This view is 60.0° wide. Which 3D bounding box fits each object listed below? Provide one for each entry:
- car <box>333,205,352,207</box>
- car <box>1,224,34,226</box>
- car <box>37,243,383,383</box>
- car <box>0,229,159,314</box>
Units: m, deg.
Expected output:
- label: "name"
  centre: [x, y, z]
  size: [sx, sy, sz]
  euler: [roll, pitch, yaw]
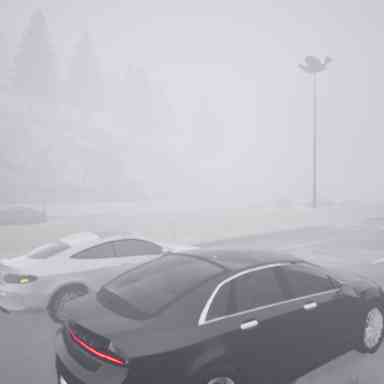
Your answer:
- label: "car"
  centre: [19.319, 1.531, 40.731]
  size: [1.812, 1.442, 4.674]
  euler: [0, 0, 42]
- label: "car"
  centre: [-11.682, 1.611, 21.602]
  size: [4.181, 1.385, 1.994]
  euler: [0, 0, -37]
- label: "car"
  centre: [0.796, 1.509, 4.461]
  size: [4.892, 1.490, 1.837]
  euler: [0, 0, -36]
- label: "car"
  centre: [-1.528, 1.537, 7.092]
  size: [4.674, 1.442, 1.812]
  euler: [0, 0, -36]
